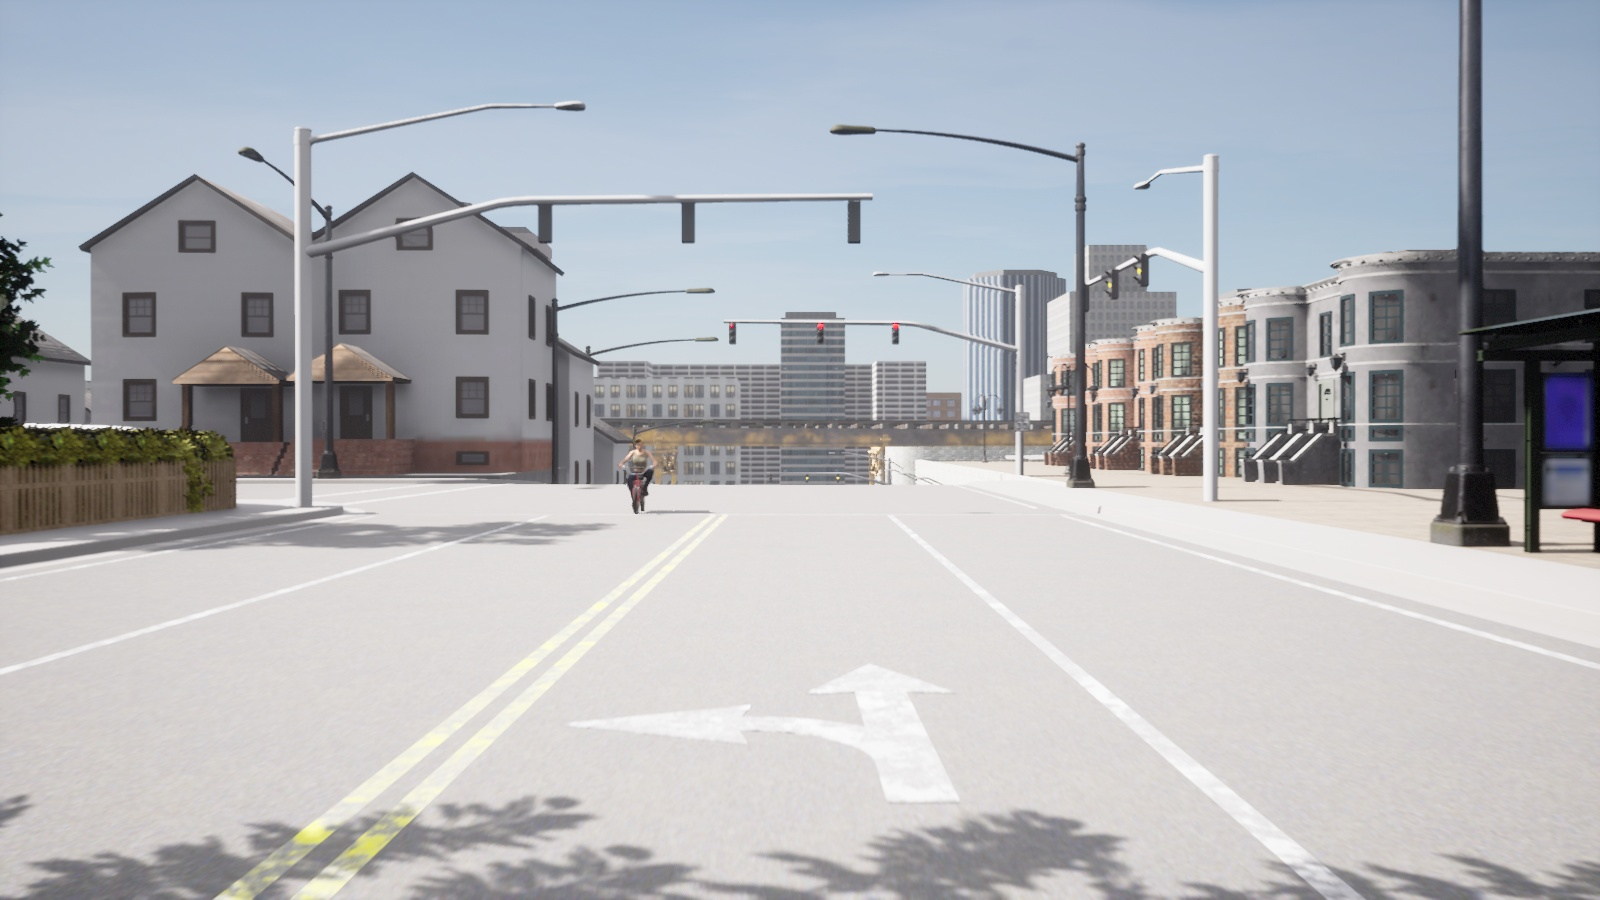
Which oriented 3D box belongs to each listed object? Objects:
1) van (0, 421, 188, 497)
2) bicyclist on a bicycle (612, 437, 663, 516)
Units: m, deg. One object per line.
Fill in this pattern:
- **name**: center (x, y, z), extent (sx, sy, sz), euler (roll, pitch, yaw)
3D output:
- **van**: center (-20.505, 0.244, 36.399), extent (4.480, 2.038, 2.069), euler (1, 0, 0)
- **bicyclist on a bicycle**: center (-3.399, 0.534, 26.356), extent (0.866, 1.612, 1.509), euler (0, 0, 0)
